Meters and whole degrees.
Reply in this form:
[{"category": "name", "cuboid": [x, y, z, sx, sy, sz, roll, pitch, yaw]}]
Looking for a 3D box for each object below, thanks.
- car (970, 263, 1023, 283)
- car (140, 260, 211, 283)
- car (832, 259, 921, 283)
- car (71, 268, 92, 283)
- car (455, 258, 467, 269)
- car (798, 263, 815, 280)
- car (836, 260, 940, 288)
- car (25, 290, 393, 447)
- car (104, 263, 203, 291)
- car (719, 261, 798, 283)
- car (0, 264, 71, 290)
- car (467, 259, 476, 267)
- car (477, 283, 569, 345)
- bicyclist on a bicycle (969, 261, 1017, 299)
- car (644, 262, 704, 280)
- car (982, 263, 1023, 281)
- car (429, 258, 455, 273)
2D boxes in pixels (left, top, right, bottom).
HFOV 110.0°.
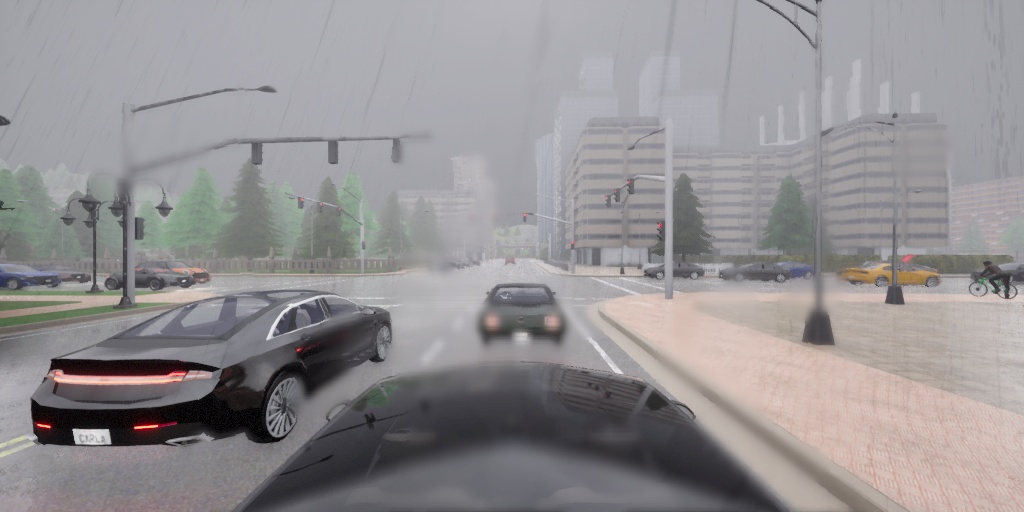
[{"category": "car", "cuboid": [37.532, 1.228, 26.761, 5.008, 1.535, 1.882, 0, 0, 2]}, {"category": "car", "cuboid": [-23.886, 1.102, 25.113, 4.553, 1.767, 2.097, 0, 0, 2]}, {"category": "car", "cuboid": [27.417, 1.102, 27.107, 4.553, 1.767, 2.097, 0, 0, 2]}, {"category": "car", "cuboid": [-32.634, 1.314, 25.415, 4.181, 1.385, 1.994, 0, 0, 2]}, {"category": "car", "cuboid": [-8.525, 1.102, 54.027, 2.097, 1.767, 4.553, 0, 0, 2]}, {"category": "car", "cuboid": [23.311, 1.228, 30.748, 5.008, 1.535, 1.882, 0, 0, 2]}, {"category": "car", "cuboid": [24.820, 1.227, 23.492, 5.008, 1.535, 1.882, 0, 0, 2]}, {"category": "car", "cuboid": [-3.330, 1.242, 5.313, 2.128, 1.511, 4.902, 0, 0, 1]}, {"category": "car", "cuboid": [-21.634, 1.314, 21.533, 4.181, 1.385, 1.994, 0, 0, 2]}, {"category": "car", "cuboid": [18.485, 1.255, 27.406, 4.892, 1.490, 1.837, 0, 0, 2]}, {"category": "car", "cuboid": [-30.622, 1.228, 21.843, 5.008, 1.535, 1.882, 0, 0, 2]}, {"category": "car", "cuboid": [-8.150, 1.255, 64.164, 1.837, 1.490, 4.892, 0, 0, 3]}, {"category": "car", "cuboid": [0.263, 1.351, 9.464, 1.895, 1.301, 4.718, 0, 0, 1]}, {"category": "bicyclist on a bicycle", "cuboid": [21.182, 1.051, 15.827, 0.582, 1.620, 1.656, 0, 0, 2]}, {"category": "car", "cuboid": [13.964, 1.255, 31.057, 4.892, 1.490, 1.837, 0, 0, 2]}, {"category": "car", "cuboid": [43.478, 1.297, 30.047, 5.357, 1.411, 2.033, 0, 0, 2]}, {"category": "car", "cuboid": [-8.861, 1.241, 44.299, 2.128, 1.511, 4.902, 0, 0, 2]}]
